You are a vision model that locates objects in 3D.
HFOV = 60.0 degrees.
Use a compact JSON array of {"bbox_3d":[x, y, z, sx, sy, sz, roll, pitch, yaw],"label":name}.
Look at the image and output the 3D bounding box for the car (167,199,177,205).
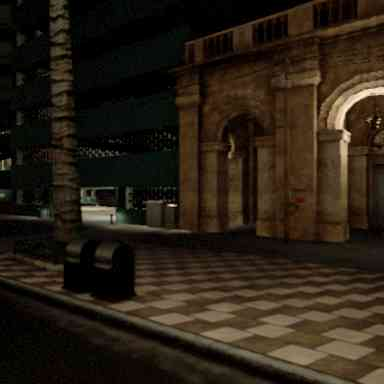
[{"bbox_3d":[0.094,1.025,25.685,5.566,2.045,2.435,0,0,36],"label":"car"}]
